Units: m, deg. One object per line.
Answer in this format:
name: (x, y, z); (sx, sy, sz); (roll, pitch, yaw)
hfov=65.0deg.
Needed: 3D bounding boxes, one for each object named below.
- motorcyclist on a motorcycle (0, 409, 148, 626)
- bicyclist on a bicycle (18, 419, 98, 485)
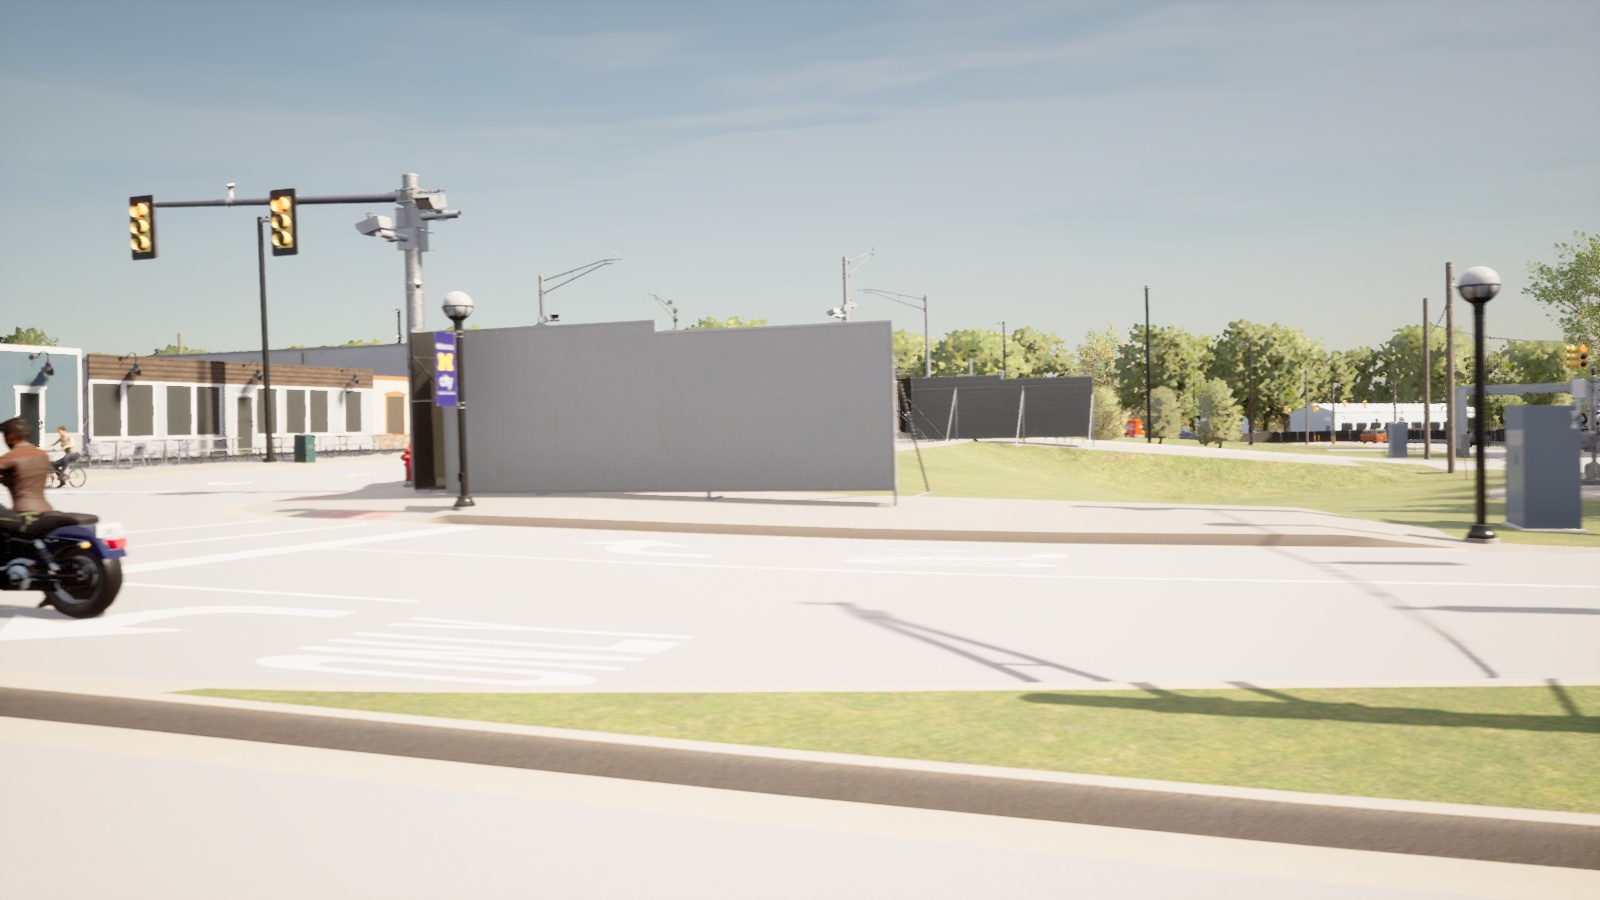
motorcyclist on a motorcycle: (-6.614, 0.493, 10.239); (2.350, 1.649, 0.766); (1, 2, 13)
bicyclist on a bicycle: (-18.825, 0.039, 31.889); (0.866, 1.612, 1.509); (-1, 1, 18)
